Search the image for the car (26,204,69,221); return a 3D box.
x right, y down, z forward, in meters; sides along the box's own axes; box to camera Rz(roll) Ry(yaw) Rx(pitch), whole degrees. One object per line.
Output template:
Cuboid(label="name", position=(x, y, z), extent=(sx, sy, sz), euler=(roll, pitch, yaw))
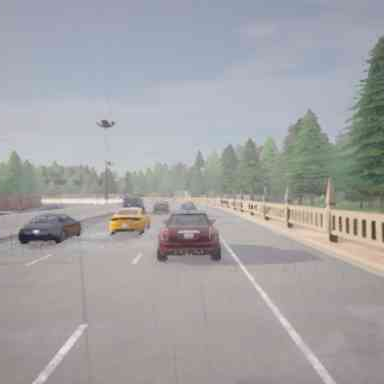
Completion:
Cuboid(label="car", position=(-14.483, 2.041, 33.774), extent=(2.033, 1.411, 5.357), euler=(-1, -1, -1))

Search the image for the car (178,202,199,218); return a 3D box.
Cuboid(label="car", position=(-0.405, 1.875, 35.535), extent=(2.033, 1.411, 5.357), euler=(-1, 0, -1))

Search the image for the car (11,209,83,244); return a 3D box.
Cuboid(label="car", position=(-7.179, 1.804, 17.294), extent=(1.994, 1.385, 4.181), euler=(-1, 0, -1))

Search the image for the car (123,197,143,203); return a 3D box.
Cuboid(label="car", position=(-7.497, 1.693, 42.359), extent=(2.150, 2.045, 5.566), euler=(-1, 0, -1))

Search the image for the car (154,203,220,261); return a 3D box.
Cuboid(label="car", position=(-0.128, 1.471, 12.977), extent=(2.097, 1.767, 4.553), euler=(-1, -1, -1))

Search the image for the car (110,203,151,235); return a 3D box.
Cuboid(label="car", position=(-3.721, 1.708, 20.662), extent=(1.882, 1.535, 5.008), euler=(-1, 0, -1))

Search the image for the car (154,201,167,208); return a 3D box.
Cuboid(label="car", position=(-4.032, 1.940, 44.322), extent=(2.128, 1.511, 4.902), euler=(-1, 0, -1))
